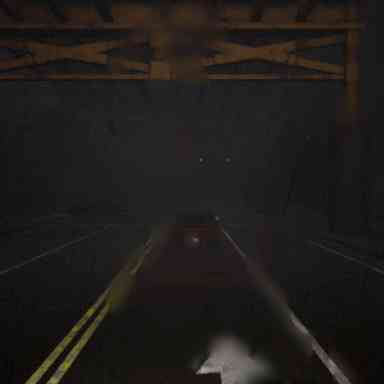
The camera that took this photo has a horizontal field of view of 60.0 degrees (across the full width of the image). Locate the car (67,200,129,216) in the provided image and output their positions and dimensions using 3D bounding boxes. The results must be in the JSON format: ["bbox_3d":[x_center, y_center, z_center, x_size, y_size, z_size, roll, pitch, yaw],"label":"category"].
[{"bbox_3d":[-8.512,1.451,30.303,5.357,1.411,2.033,0,0,6],"label":"car"}]

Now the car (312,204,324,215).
[{"bbox_3d":[13.586,1.355,30.280,4.974,1.542,2.038,0,0,25],"label":"car"}]

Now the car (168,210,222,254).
[{"bbox_3d":[0.102,1.436,13.342,1.882,1.535,5.008,0,0,0],"label":"car"}]

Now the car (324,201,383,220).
[{"bbox_3d":[13.259,1.369,26.121,4.974,1.542,2.038,0,0,-20],"label":"car"}]

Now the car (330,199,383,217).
[{"bbox_3d":[13.308,1.211,26.139,4.536,1.218,1.853,0,0,-20],"label":"car"}]
